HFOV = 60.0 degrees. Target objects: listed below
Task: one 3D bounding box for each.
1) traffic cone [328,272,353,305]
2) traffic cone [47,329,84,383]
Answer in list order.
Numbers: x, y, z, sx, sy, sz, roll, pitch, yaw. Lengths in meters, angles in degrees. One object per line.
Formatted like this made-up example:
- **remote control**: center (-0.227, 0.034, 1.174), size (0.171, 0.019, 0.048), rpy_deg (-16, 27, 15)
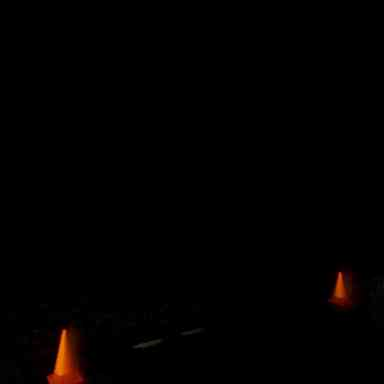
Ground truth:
- **traffic cone**: center (2.961, 1.896, 6.638), size (0.340, 0.580, 0.340), rpy_deg (0, 0, -29)
- **traffic cone**: center (-1.505, 1.932, 3.951), size (0.340, 0.580, 0.340), rpy_deg (0, 0, -34)
